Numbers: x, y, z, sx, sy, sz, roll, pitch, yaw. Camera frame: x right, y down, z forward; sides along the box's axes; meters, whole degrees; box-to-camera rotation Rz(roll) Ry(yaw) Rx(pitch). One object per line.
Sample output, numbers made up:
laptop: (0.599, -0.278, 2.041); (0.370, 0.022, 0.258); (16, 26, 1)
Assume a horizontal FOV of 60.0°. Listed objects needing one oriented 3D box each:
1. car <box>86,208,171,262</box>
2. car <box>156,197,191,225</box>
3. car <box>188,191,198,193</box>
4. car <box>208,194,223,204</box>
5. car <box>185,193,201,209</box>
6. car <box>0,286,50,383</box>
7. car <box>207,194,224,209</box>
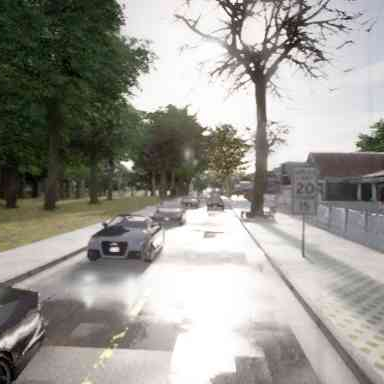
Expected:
car: (-2.127, 1.484, 11.709); (1.994, 1.385, 4.181); (1, 1, 4)
car: (-1.359, 1.321, 22.447); (1.812, 1.442, 4.674); (1, 1, 4)
car: (0.170, 0.649, 42.767); (1.812, 1.442, 4.674); (1, 1, 4)
car: (3.495, 0.981, 49.541); (1.994, 1.385, 4.181); (1, 1, 4)
car: (-0.177, 1.156, 37.981); (1.994, 1.385, 4.181); (1, 1, 4)
car: (-2.822, 1.494, 1.821); (2.033, 1.411, 5.357); (1, 0, 4)
car: (2.640, 1.209, 37.404); (1.895, 1.301, 4.718); (1, 1, 4)
